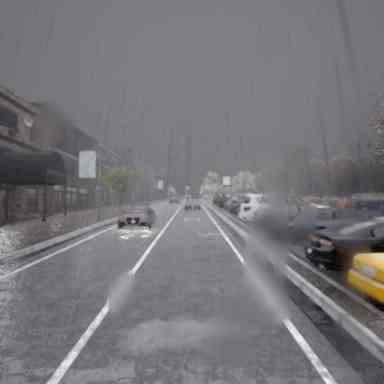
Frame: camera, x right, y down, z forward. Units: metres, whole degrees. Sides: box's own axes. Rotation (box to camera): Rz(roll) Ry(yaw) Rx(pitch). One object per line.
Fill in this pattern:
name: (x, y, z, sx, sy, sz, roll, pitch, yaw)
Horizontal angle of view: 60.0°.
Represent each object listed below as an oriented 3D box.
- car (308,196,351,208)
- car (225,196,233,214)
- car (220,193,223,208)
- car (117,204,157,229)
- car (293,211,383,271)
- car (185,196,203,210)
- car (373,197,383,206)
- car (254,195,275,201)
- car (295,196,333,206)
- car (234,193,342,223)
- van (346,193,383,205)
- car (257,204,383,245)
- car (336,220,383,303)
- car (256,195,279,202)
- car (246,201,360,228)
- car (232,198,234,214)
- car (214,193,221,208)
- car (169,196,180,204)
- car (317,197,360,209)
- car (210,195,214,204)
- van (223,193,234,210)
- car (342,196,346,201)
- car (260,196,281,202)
car: (18.676, 1.352, 45.366, 5.008, 1.535, 2.097, 0, 0, 0)
car: (5.590, 1.366, 28.559, 4.892, 1.521, 2.231, 0, 0, 0)
car: (5.559, 1.226, 34.167, 4.553, 1.767, 2.185, 0, 0, 0)
car: (-3.351, 1.479, 20.894, 1.994, 1.385, 4.181, 0, 0, 0)
car: (5.618, 1.422, 8.936, 5.008, 1.535, 2.097, 0, 0, 0)
car: (0.095, 1.473, 41.445, 1.895, 1.301, 4.718, 0, 0, 0)
car: (18.673, 1.405, 28.659, 4.674, 1.452, 2.002, 0, 0, 0)
car: (18.690, 1.619, 85.841, 4.892, 1.521, 2.231, 0, 0, 0)
car: (18.668, 1.372, 50.935, 5.008, 1.535, 2.097, 0, 0, 0)
car: (5.635, 1.133, 20.148, 5.566, 2.045, 2.435, 0, 0, 0)
van: (18.787, 1.126, 34.230, 4.442, 1.987, 1.878, 0, 0, 0)
car: (5.586, 1.430, 14.544, 4.792, 1.488, 2.163, 0, 0, 0)
car: (5.813, 1.434, 6.136, 5.366, 1.575, 1.946, 0, 0, 0)
car: (18.699, 1.594, 82.568, 5.008, 1.535, 2.097, 0, 0, 0)
car: (5.607, 1.392, 17.342, 4.892, 1.521, 2.231, 0, 0, 0)
car: (5.597, 1.378, 22.953, 5.008, 1.535, 2.097, 0, 0, 0)
car: (5.618, 1.097, 36.967, 5.566, 2.045, 2.435, 0, 0, 0)
car: (-3.278, 1.538, 62.526, 2.033, 1.411, 5.357, 0, 0, 1)
car: (18.672, 1.388, 42.579, 4.674, 1.452, 2.002, 0, 0, 0)
car: (5.619, 1.101, 45.378, 5.566, 2.045, 2.435, 0, 0, 0)
van: (5.477, 1.132, 31.362, 4.442, 1.987, 1.878, 0, 0, 0)
car: (18.638, 1.223, 37.011, 4.553, 1.767, 2.185, 0, 0, 0)
car: (18.689, 1.612, 79.419, 4.674, 1.452, 2.002, 0, 0, 0)
